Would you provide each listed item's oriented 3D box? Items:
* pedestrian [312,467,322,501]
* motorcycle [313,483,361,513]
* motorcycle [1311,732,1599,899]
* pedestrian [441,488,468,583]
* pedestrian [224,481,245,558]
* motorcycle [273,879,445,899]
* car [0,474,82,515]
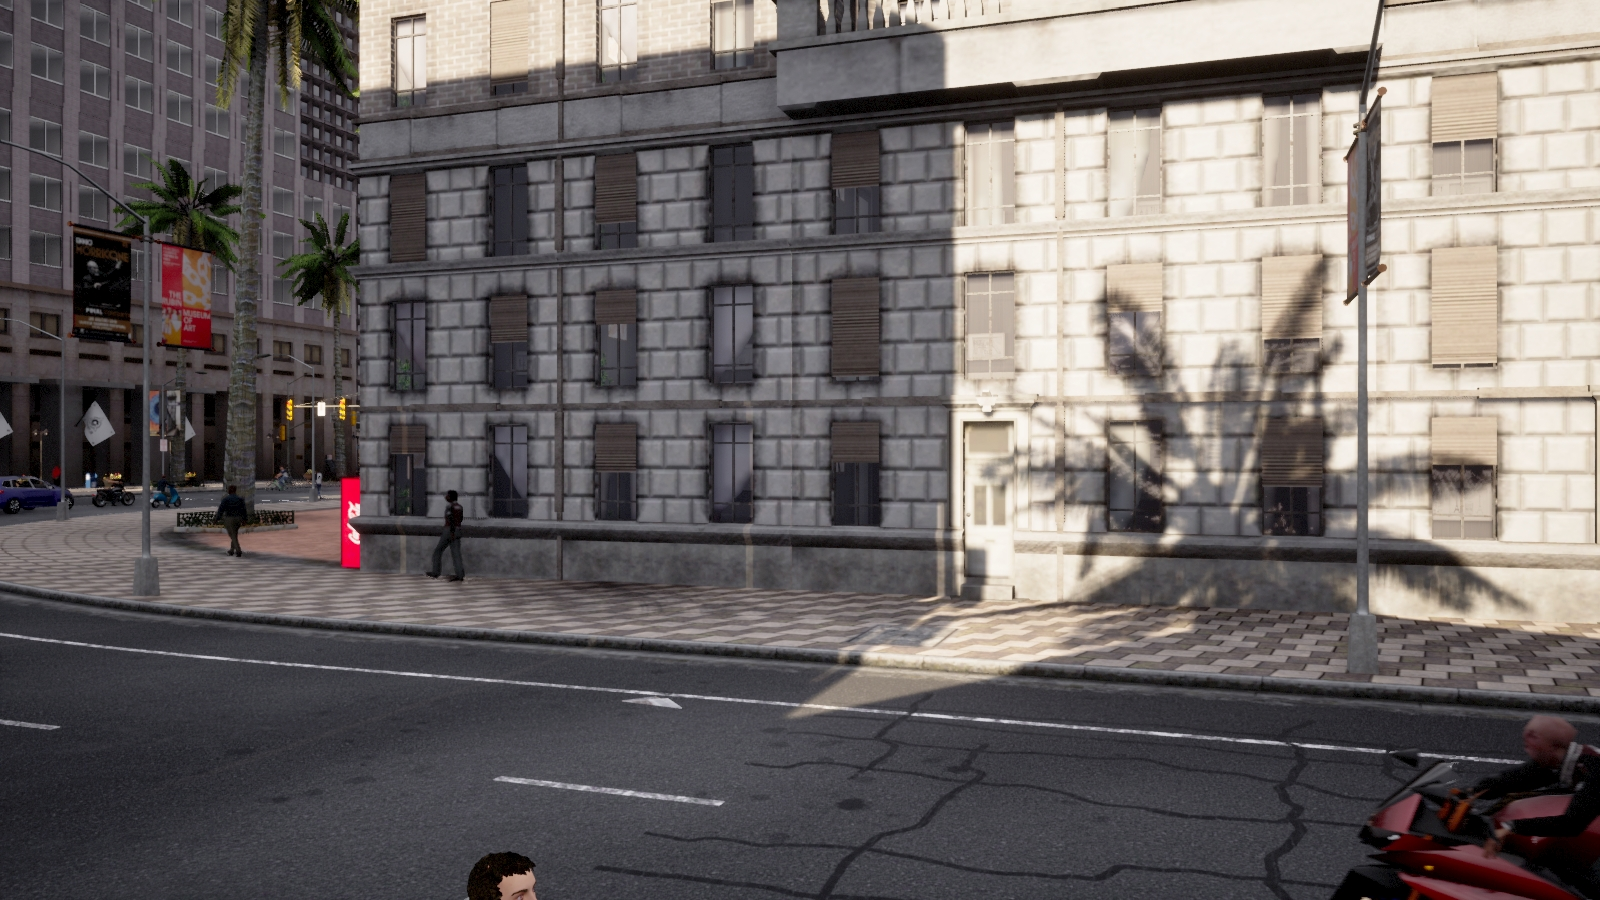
[{"bbox_3d":[-26.427,1.849,62.561,0.375,1.860,0.375,0,0,39],"label":"pedestrian"},{"bbox_3d":[-21.134,2.170,52.239,0.764,1.277,2.356,0,0,16],"label":"motorcycle"},{"bbox_3d":[3.760,2.205,5.625,2.209,1.251,0.867,0,0,20],"label":"motorcycle"},{"bbox_3d":[-6.876,1.696,22.736,0.375,1.860,0.375,0,0,22],"label":"pedestrian"},{"bbox_3d":[-13.838,1.696,27.950,0.375,1.860,0.375,0,0,-43],"label":"pedestrian"},{"bbox_3d":[-1.030,2.213,3.640,2.033,1.145,0.803,0,0,20],"label":"motorcycle"},{"bbox_3d":[-35.215,1.968,51.598,2.242,1.667,4.611,0,0,9],"label":"car"}]
